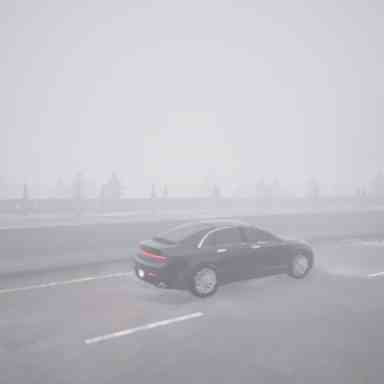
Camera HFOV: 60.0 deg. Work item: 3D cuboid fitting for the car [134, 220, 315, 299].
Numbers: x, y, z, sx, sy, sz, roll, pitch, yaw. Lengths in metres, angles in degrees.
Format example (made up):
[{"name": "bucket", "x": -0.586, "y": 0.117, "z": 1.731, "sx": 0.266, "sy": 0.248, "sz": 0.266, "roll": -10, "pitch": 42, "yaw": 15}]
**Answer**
[{"name": "car", "x": 0.994, "y": 1.465, "z": 8.370, "sx": 4.892, "sy": 1.490, "sz": 1.837, "roll": -1, "pitch": 1, "yaw": -31}]
